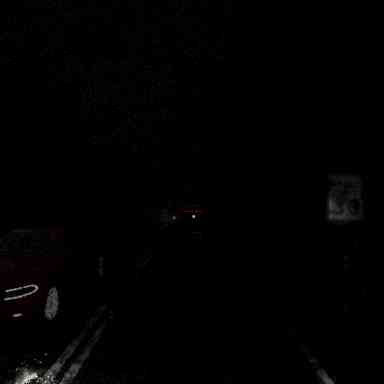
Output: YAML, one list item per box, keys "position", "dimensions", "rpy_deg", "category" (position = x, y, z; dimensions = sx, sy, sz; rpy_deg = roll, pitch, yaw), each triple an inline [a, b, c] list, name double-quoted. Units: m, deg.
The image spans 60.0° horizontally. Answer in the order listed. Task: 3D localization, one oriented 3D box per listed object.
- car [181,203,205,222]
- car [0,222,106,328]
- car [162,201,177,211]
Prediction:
- position: [0.143, 1.756, 29.219]
  dimensions: [1.837, 1.490, 4.892]
  rpy_deg: [0, -1, 0]
  category: "car"
- position: [-3.346, 1.508, 7.380]
  dimensions: [1.882, 1.535, 5.008]
  rpy_deg: [0, 0, 0]
  category: "car"
- position: [-3.230, 2.010, 48.140]
  dimensions: [1.812, 1.442, 4.674]
  rpy_deg: [0, -1, 0]
  category: "car"
